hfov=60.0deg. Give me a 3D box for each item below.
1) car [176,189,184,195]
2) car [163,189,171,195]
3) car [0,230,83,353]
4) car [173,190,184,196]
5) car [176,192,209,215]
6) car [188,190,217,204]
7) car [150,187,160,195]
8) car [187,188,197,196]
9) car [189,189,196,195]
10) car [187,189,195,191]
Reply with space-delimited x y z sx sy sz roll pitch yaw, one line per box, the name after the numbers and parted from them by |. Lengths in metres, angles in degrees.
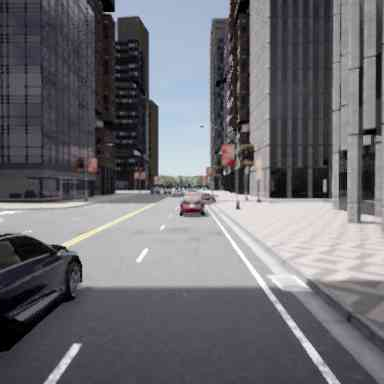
-3.206 -0.011 89.614 1.895 1.301 4.718 0 1 0 | car
-6.456 -0.090 87.585 1.882 1.535 5.008 0 1 0 | car
-3.247 1.346 5.064 2.033 1.649 4.856 0 1 0 | car
-3.213 0.260 75.495 1.895 1.301 4.718 0 1 0 | car
0.018 1.042 27.484 2.163 1.488 4.792 0 1 0 | car
1.522 0.814 42.078 1.812 1.442 4.674 0 1 27 | car
-9.706 -0.342 87.553 2.150 2.045 5.566 0 1 0 | car
0.037 0.022 75.429 2.097 1.767 4.553 0 1 0 | car
0.045 -0.082 89.599 1.812 1.442 4.674 0 1 0 | car
0.089 0.340 58.546 2.097 1.767 4.553 0 1 0 | car
